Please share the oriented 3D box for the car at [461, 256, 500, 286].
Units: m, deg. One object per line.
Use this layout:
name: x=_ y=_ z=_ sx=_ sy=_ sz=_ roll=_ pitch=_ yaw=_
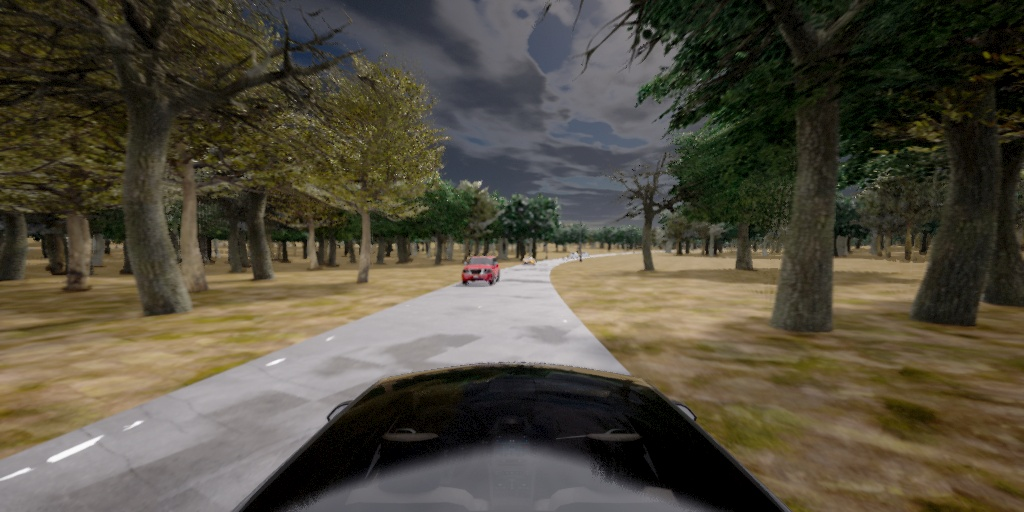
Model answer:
car: x=-2.162 y=0.995 z=26.175 sx=2.150 sy=2.045 sz=5.566 roll=0 pitch=0 yaw=4
